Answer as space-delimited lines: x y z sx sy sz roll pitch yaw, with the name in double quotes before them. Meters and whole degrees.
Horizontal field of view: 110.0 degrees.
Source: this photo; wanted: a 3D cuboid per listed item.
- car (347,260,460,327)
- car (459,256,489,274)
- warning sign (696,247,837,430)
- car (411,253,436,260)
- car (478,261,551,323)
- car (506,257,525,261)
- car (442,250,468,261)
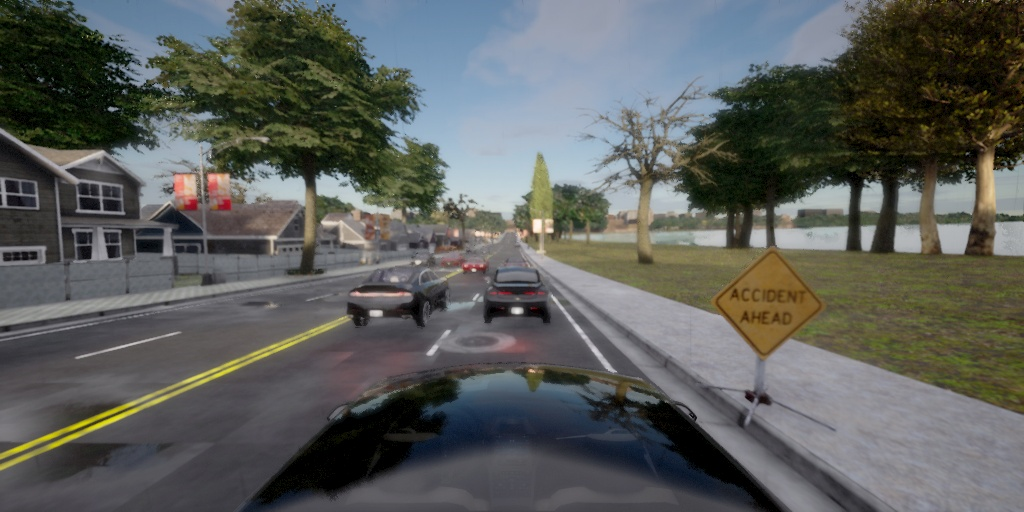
"car" -3.099 1.064 10.689 2.128 1.511 4.902 0 1 1
"car" -2.927 0.759 30.145 1.895 1.301 4.718 0 1 1
"warning sign" 2.867 0.819 4.193 1.300 1.860 1.060 0 0 0
"car" -9.541 0.417 38.841 2.128 1.511 4.902 0 2 1
"car" 0.159 1.066 11.298 1.837 1.490 4.892 0 1 1
"car" 0.323 0.762 30.114 1.895 1.301 4.718 0 1 1
"car" -6.296 0.417 38.406 1.882 1.535 5.008 0 2 1
